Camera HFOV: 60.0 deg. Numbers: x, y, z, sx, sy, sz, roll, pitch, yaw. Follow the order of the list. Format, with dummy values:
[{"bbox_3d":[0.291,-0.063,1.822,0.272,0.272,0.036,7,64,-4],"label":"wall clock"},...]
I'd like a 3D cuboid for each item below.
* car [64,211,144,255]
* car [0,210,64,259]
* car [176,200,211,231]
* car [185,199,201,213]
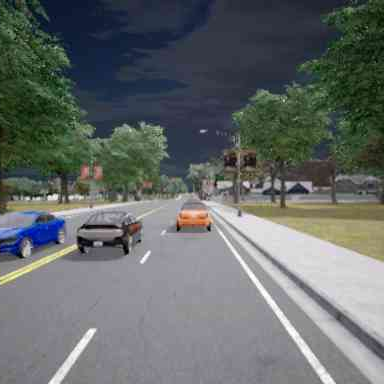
[{"bbox_3d":[-3.151,1.532,13.579,2.128,1.511,4.902,0,0,0],"label":"car"},{"bbox_3d":[-6.600,1.516,13.034,1.882,1.535,5.008,0,0,0],"label":"car"},{"bbox_3d":[0.097,1.425,21.537,2.097,1.767,4.553,0,0,0],"label":"car"},{"bbox_3d":[0.098,1.673,39.941,1.837,1.490,4.892,0,0,0],"label":"car"}]
